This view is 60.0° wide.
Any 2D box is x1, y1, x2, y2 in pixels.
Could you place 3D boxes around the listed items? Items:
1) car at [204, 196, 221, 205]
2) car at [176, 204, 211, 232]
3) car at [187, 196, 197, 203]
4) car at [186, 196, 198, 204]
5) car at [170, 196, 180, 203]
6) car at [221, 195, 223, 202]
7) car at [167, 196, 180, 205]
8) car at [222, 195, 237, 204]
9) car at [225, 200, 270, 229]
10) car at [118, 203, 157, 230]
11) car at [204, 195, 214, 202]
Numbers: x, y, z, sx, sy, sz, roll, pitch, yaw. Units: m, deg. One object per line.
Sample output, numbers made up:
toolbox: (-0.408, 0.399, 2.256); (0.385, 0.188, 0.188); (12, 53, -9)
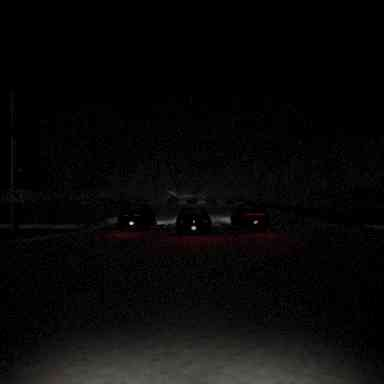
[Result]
car: (3.488, 1.525, 59.196); (2.033, 1.411, 5.357); (0, 0, 0)
car: (0.096, 1.593, 19.796); (1.895, 1.301, 4.718); (0, 0, 0)
car: (-0.014, 1.477, 69.644); (1.895, 1.301, 4.718); (0, 0, 0)
car: (-0.012, 1.469, 59.195); (2.128, 1.511, 4.902); (0, 0, 0)
car: (-3.514, 1.477, 69.644); (1.895, 1.301, 4.718); (0, 0, 0)
car: (6.986, 1.360, 69.616); (1.882, 1.535, 5.008); (0, 0, 0)
car: (-3.512, 1.525, 59.194); (2.033, 1.411, 5.357); (0, 0, 0)
car: (6.988, 1.503, 59.613); (1.812, 1.442, 4.674); (0, 0, 0)
car: (3.597, 1.483, 21.182); (2.128, 1.511, 4.902); (0, 0, 0)
car: (-3.404, 1.497, 21.133); (1.837, 1.490, 4.892); (0, 0, 0)
car: (3.486, 1.435, 69.615); (1.994, 1.385, 4.181); (0, 0, 0)
